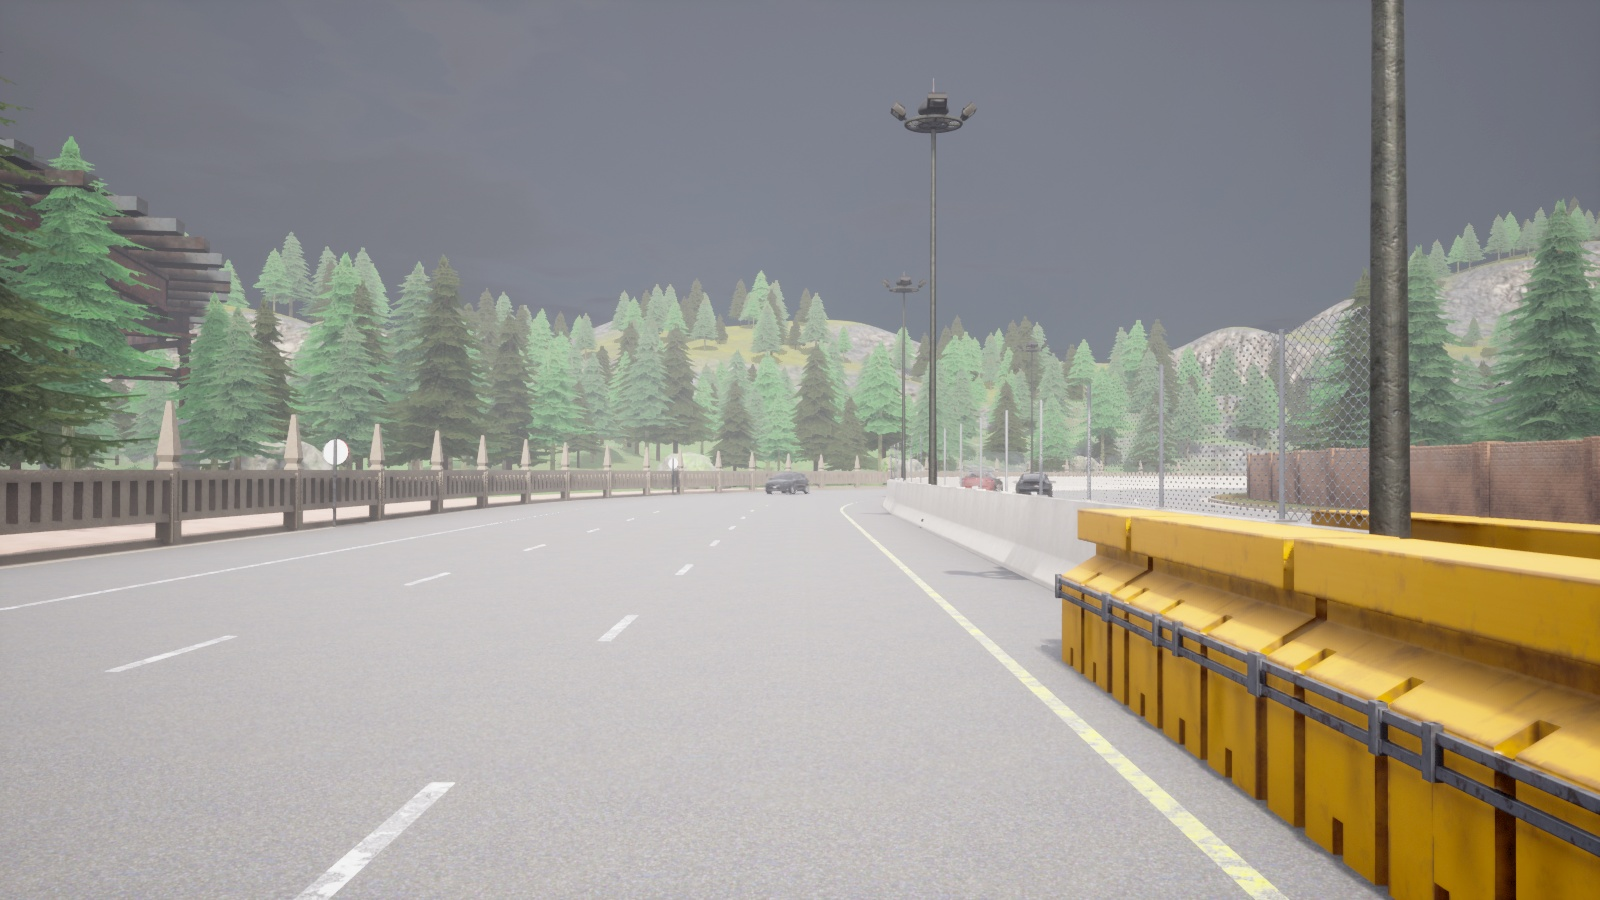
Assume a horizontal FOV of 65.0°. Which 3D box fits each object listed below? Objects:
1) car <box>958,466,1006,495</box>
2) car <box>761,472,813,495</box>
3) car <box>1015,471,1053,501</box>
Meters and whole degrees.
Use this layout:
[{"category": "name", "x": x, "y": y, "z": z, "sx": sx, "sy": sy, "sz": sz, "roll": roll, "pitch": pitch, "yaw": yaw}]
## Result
[{"category": "car", "x": 10.797, "y": 1.792, "z": 74.157, "sx": 2.152, "sy": 1.651, "sz": 5.027, "roll": -1, "pitch": -1, "yaw": 16}, {"category": "car", "x": -0.824, "y": 2.223, "z": 83.617, "sx": 1.837, "sy": 1.490, "sz": 4.892, "roll": -1, "pitch": -1, "yaw": 20}, {"category": "car", "x": 12.263, "y": 1.868, "z": 65.552, "sx": 1.837, "sy": 1.490, "sz": 4.892, "roll": -1, "pitch": -1, "yaw": 11}]
